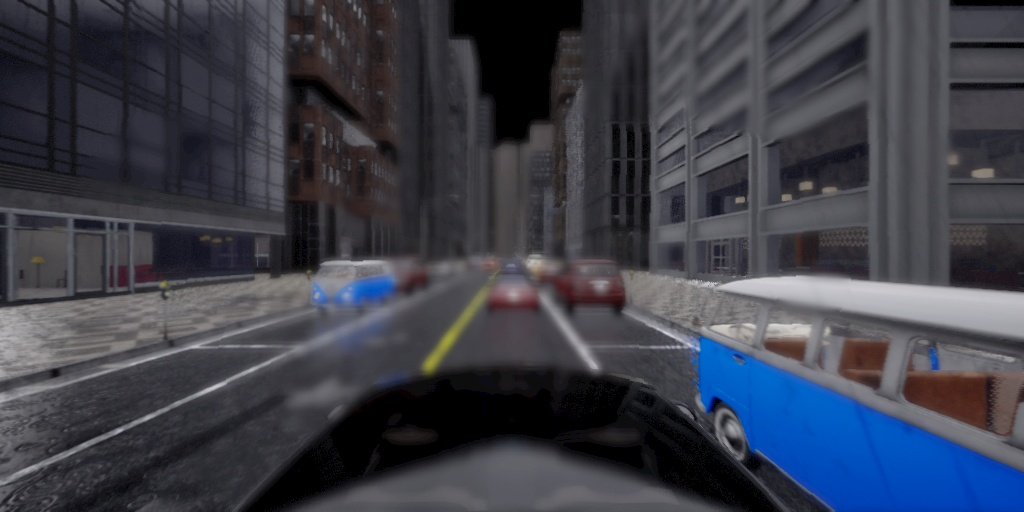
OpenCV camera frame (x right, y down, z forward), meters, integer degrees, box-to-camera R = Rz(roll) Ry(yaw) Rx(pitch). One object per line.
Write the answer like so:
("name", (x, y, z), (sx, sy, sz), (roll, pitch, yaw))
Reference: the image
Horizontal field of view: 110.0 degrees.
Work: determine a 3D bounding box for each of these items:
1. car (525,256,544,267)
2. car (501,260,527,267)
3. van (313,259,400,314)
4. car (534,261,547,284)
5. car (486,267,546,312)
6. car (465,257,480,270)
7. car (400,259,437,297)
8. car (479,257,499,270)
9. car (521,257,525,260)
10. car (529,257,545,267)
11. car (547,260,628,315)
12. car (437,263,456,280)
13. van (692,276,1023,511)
("car", (3.098, 0.971, 45.432), (2.150, 2.045, 5.566), (0, 0, 0))
("car", (0.069, 1.269, 29.818), (1.812, 1.442, 4.674), (0, 0, 0))
("van", (-5.765, 1.087, 13.465), (1.690, 1.789, 3.998), (0, 0, 0))
("car", (2.758, 1.290, 24.695), (1.888, 1.381, 4.507), (0, 0, 0))
("car", (0.071, 1.311, 14.217), (1.994, 1.385, 4.181), (0, 0, 0))
("car", (-5.772, 1.180, 52.732), (1.967, 1.591, 4.097), (0, 0, 0))
("car", (-5.766, 1.060, 19.074), (2.192, 1.841, 5.009), (0, 0, 0))
("car", (-3.087, 1.094, 51.220), (2.097, 1.767, 4.553), (0, 0, 0))
("car", (2.752, 1.266, 58.520), (1.751, 1.417, 4.829), (0, 0, 0))
("car", (3.143, 1.200, 38.592), (1.801, 1.575, 5.366), (0, 0, 0))
("car", (2.761, 1.062, 13.477), (2.192, 1.841, 5.009), (0, 0, 0))
("car", (-5.768, 1.293, 30.293), (2.007, 1.370, 4.403), (0, 0, 0))
("van", (2.763, 1.091, 2.259), (1.690, 1.789, 3.998), (0, 0, 0))
